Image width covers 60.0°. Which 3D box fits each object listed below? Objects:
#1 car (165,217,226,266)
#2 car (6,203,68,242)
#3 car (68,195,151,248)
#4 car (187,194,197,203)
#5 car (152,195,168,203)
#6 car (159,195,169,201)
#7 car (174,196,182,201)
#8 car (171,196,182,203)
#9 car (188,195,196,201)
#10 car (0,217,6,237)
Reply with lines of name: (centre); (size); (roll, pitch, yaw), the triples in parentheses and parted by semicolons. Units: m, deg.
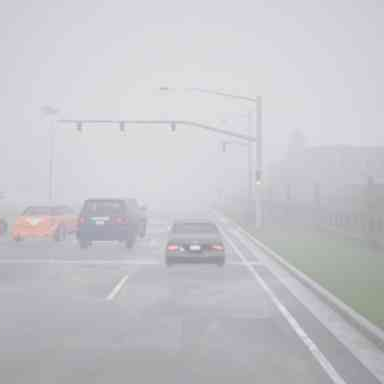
car: (0.091, 1.568, 11.573); (2.033, 1.411, 5.357); (0, 0, 0)
car: (-6.907, 1.381, 16.674); (2.097, 1.767, 4.553); (0, 0, 0)
car: (-3.408, 1.247, 15.020); (2.150, 2.045, 5.566); (0, 0, 0)
car: (-0.020, 1.345, 73.104); (2.150, 2.045, 5.566); (0, 0, 0)
car: (-7.020, 1.716, 73.518); (1.895, 1.301, 4.718); (0, 0, 0)
car: (-7.023, 1.531, 83.492); (1.994, 1.385, 4.181); (0, 0, 0)
car: (-3.523, 1.574, 83.522); (1.895, 1.301, 4.718); (0, 0, 0)
car: (-3.520, 1.597, 73.072); (1.882, 1.535, 5.008); (0, 0, 0)
car: (-0.023, 1.531, 83.493); (1.994, 1.385, 4.181); (0, 0, 0)
car: (-10.407, 1.518, 15.185); (2.128, 1.511, 4.902); (0, 0, 0)
